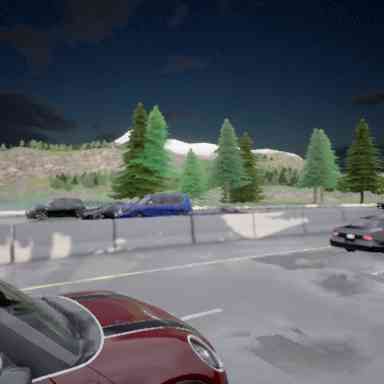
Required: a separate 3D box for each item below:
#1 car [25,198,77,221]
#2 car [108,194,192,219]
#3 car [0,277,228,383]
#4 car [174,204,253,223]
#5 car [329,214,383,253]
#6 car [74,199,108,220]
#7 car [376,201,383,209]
[{"bbox_3d":[-10.583,1.279,26.179,4.553,1.767,2.097,0,0,-33],"label":"car"},{"bbox_3d":[-2.553,1.181,22.993,5.566,2.045,2.150,0,0,-31],"label":"car"},{"bbox_3d":[-1.869,1.342,2.310,4.553,1.767,2.097,0,0,-36],"label":"car"},{"bbox_3d":[1.539,1.578,21.354,4.718,1.301,1.895,0,0,-30],"label":"car"},{"bbox_3d":[7.552,1.558,12.515,5.357,1.411,2.033,0,0,-30],"label":"car"},{"bbox_3d":[-5.728,1.493,25.171,5.357,1.411,2.033,0,0,-32],"label":"car"},{"bbox_3d":[26.859,1.519,44.111,5.008,1.535,1.882,0,0,-18],"label":"car"}]
